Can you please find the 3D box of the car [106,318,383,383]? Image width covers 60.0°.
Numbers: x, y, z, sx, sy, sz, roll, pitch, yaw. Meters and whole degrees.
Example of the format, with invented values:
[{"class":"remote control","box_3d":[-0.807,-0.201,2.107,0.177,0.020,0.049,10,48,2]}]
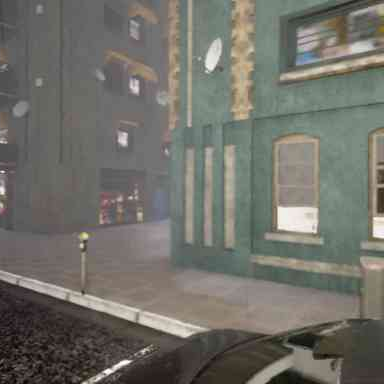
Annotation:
[{"class":"car","box_3d":[1.202,1.566,2.009,4.313,1.339,1.947,0,0,36]}]
